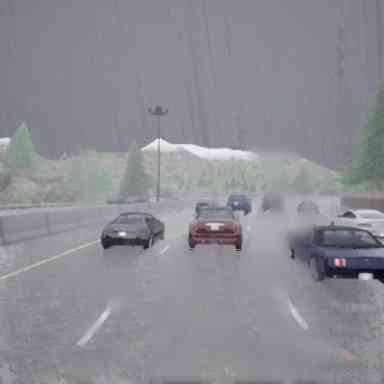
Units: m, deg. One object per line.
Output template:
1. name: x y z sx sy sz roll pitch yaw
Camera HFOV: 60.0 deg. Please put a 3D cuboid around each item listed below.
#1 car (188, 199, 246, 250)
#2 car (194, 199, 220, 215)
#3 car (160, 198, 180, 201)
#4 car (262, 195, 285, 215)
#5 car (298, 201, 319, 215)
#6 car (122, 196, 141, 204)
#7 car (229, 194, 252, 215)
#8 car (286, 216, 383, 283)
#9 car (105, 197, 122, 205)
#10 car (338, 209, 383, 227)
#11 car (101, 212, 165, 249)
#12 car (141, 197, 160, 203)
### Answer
1. car: 1.085 1.373 14.648 2.097 1.767 4.553 0 0 6
2. car: 1.678 1.553 36.188 1.837 1.490 4.892 0 0 15
3. car: -3.080 1.620 55.554 1.994 1.385 4.181 0 0 22
4. car: 8.631 1.289 35.240 2.150 2.045 5.566 0 0 15
5. car: 12.479 1.644 35.873 1.994 1.385 4.181 0 0 16
6. car: -9.679 1.545 57.933 1.837 1.490 4.892 0 0 22
7. car: 5.062 1.279 35.442 2.150 2.045 5.566 0 0 15
8. car: 4.096 1.625 9.735 1.895 1.301 4.718 0 0 4
9. car: -13.092 1.578 58.793 2.033 1.411 5.357 0 0 22
10. car: 8.330 1.570 16.338 1.812 1.442 4.674 0 0 7
11. car: -2.438 1.574 14.658 1.994 1.385 4.181 0 0 6
12. car: -6.322 1.575 56.896 1.812 1.442 4.674 0 0 22
